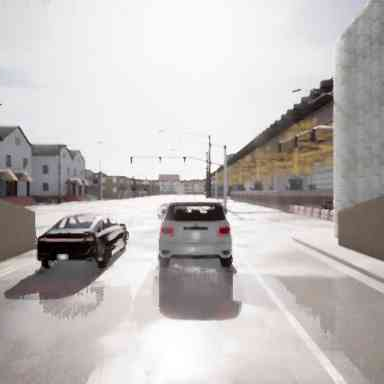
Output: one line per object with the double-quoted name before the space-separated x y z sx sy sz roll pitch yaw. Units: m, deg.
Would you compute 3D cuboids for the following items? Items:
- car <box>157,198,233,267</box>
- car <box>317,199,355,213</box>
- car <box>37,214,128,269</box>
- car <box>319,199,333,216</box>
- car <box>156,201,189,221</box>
"car" 0.091 1.223 11.539 2.150 2.045 5.566 0 0 0
"car" 14.071 1.303 32.429 1.853 1.218 4.536 0 0 45
"car" -3.406 1.494 11.179 2.128 1.511 4.902 0 0 0
"car" 14.034 1.461 32.392 2.038 1.542 4.974 0 0 45
"car" -1.730 1.532 28.043 1.812 1.442 4.674 0 0 -16
